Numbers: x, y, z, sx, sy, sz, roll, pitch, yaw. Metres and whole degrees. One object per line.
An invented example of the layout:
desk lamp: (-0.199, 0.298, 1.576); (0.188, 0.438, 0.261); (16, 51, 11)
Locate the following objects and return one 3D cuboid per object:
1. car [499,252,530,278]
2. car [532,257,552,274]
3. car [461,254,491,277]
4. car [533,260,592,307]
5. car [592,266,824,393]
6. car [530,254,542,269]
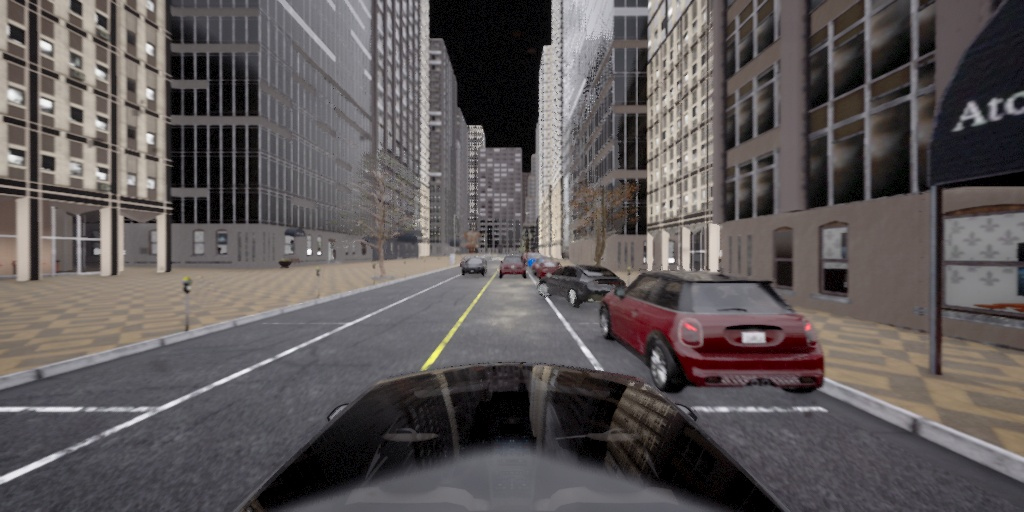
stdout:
car: (0.069, 0.760, 28.558); (2.097, 1.767, 4.553); (0, 1, 0)
car: (2.702, 0.994, 25.327); (1.888, 1.381, 4.507); (0, 0, 0)
car: (-3.080, 0.865, 30.202); (1.882, 1.535, 5.008); (0, 1, 0)
car: (2.659, 1.093, 14.564); (1.837, 1.490, 4.892); (0, 1, -16)
car: (3.115, 1.039, 6.744); (2.097, 1.767, 4.553); (0, 1, 0)
car: (2.704, 0.817, 30.968); (1.967, 1.591, 4.097); (0, 0, 0)
